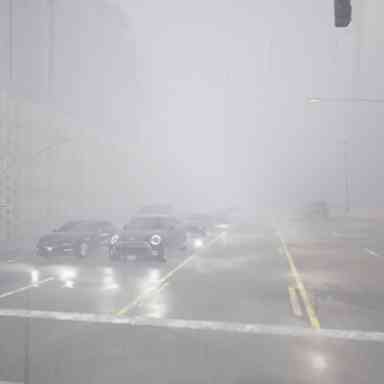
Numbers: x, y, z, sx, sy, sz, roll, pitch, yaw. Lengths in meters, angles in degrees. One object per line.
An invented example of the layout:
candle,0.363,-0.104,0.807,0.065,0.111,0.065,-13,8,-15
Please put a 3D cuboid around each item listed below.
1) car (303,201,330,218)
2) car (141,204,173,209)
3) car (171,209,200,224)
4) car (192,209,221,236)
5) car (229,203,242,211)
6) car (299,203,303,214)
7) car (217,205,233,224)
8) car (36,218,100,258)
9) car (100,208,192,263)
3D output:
car,15.268,2.074,40.576,2.150,2.045,5.566,-1,-2,13
car,-2.774,1.932,24.751,2.150,2.045,5.566,-1,-2,13
car,-0.576,2.537,34.483,1.895,1.301,4.718,-1,-2,13
car,0.433,2.164,23.054,2.033,1.411,5.357,-1,-2,13
car,6.182,2.289,48.245,1.882,1.535,5.008,-1,-2,13
car,17.519,2.441,50.796,2.097,1.767,4.553,-1,-2,13
car,2.785,2.382,33.466,1.812,1.442,4.674,-1,-2,13
car,-4.929,1.994,15.134,1.837,1.490,4.892,-1,-2,13
car,-1.640,1.755,13.817,2.097,1.767,4.553,-1,-2,13
